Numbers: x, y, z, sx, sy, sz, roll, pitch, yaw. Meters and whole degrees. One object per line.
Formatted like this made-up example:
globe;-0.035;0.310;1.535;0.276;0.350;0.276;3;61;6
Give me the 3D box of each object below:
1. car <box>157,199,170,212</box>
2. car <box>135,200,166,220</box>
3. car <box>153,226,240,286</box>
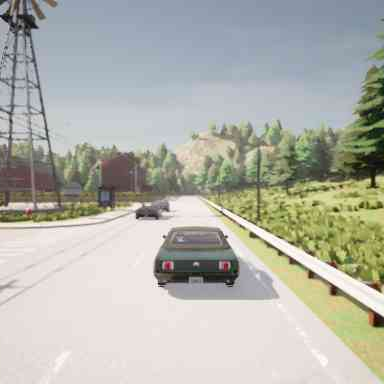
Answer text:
car;-3.562;1.535;37.889;1.994;1.385;4.181;0;0;0
car;-3.593;1.579;28.282;1.895;1.301;4.718;0;0;0
car;0.096;1.594;9.313;1.895;1.301;4.718;0;0;0
